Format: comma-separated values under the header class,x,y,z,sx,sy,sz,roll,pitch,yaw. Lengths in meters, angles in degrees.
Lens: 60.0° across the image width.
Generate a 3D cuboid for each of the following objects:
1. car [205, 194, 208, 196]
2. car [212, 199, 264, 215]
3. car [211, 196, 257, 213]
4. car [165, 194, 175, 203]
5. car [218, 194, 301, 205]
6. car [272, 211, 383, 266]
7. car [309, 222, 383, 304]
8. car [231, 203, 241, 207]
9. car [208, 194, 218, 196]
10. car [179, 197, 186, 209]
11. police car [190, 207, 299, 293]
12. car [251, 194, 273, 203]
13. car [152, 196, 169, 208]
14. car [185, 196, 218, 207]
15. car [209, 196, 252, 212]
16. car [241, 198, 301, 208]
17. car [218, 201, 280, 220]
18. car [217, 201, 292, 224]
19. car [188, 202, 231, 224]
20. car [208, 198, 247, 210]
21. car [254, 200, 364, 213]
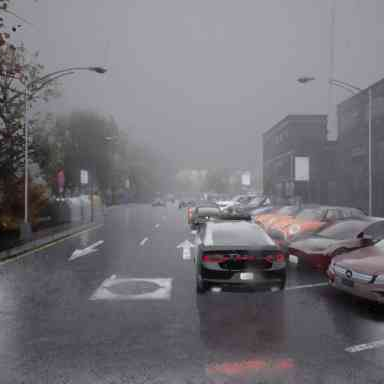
class,x,y,z,sx,sy,sz,roll,pitch,yaw
car,4.626,1.446,46.304,4.553,1.767,2.185,1,0,-21
car,4.752,1.560,34.271,4.792,1.488,2.163,1,0,-21
car,4.701,1.414,37.286,4.553,1.767,2.185,1,0,-21
car,-5.168,1.425,75.216,2.150,2.045,5.566,0,-1,2
car,4.945,1.251,22.257,5.566,2.045,2.435,1,0,-21
car,5.113,1.518,10.262,4.792,1.488,2.163,1,0,-21
car,5.193,1.527,7.271,4.674,1.452,2.002,1,0,-21
car,4.996,1.538,19.279,4.674,1.452,2.002,1,0,-21
car,4.799,1.270,31.273,5.566,2.045,2.435,1,0,-21
car,-0.766,1.441,46.848,2.097,1.767,4.553,0,0,0
police car,1.015,1.427,9.026,1.930,1.638,5.238,0,0,-1
car,16.971,1.463,80.560,2.435,2.045,5.566,0,0,-22
car,-4.999,1.669,51.124,1.994,1.385,4.181,0,0,-1
car,0.760,1.373,24.885,2.097,1.767,4.553,0,0,-1
car,4.655,1.424,40.286,4.553,1.767,2.185,1,0,-21
car,5.078,1.369,16.284,4.553,1.767,2.185,1,0,-21
car,4.837,1.544,28.271,4.792,1.488,2.163,1,0,-21
car,4.737,1.503,25.211,5.366,1.575,1.946,1,0,-21
car,0.854,1.518,18.915,1.837,1.490,4.892,0,0,-1
car,4.640,1.600,43.295,4.674,1.452,2.002,1,0,-21
car,5.125,1.366,13.283,4.553,1.767,2.185,1,0,-21
